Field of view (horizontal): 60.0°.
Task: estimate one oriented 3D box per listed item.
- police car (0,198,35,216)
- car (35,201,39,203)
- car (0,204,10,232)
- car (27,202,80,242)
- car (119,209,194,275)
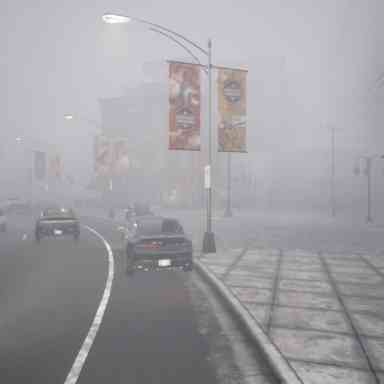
[{"bbox_3d":[-16.769,1.406,31.028,1.930,1.638,5.238,0,0,-44],"label":"police car"},{"bbox_3d":[-20.128,1.497,38.354,4.674,1.452,2.002,0,0,37],"label":"car"},{"bbox_3d":[-11.986,1.588,19.567,1.895,1.301,4.718,0,0,-30],"label":"car"},{"bbox_3d":[-6.625,1.484,16.391,2.128,1.511,4.902,0,0,-22],"label":"car"},{"bbox_3d":[-1.251,1.503,10.602,1.837,1.490,4.892,0,0,-14],"label":"car"}]
